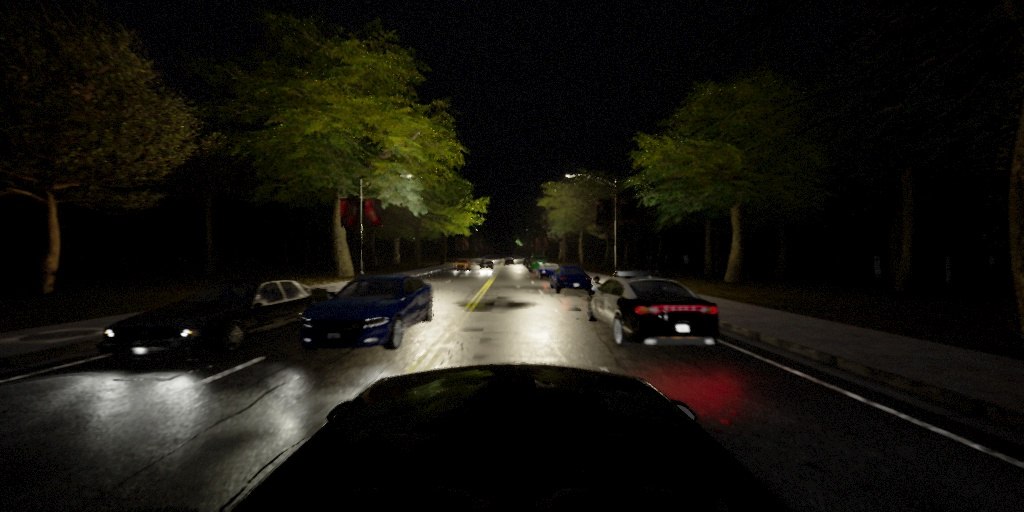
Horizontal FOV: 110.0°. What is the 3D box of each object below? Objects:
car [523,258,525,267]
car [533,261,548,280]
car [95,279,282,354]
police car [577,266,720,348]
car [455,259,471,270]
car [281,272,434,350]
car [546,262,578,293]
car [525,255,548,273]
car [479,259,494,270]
[{"bbox_3d":[2.996,1.259,53.375,1.895,1.301,4.718,0,0,-1],"label":"car"},{"bbox_3d":[3.169,1.326,31.354,1.895,1.301,4.718,0,0,0],"label":"car"},{"bbox_3d":[-6.603,1.298,9.026,2.033,1.411,5.357,0,0,0],"label":"car"},{"bbox_3d":[3.246,1.174,9.412,1.930,1.638,5.238,0,0,0],"label":"police car"},{"bbox_3d":[-6.797,1.152,50.007,1.882,1.535,5.008,0,0,0],"label":"car"},{"bbox_3d":[-3.356,1.227,9.243,1.882,1.535,5.008,0,0,0],"label":"car"},{"bbox_3d":[3.220,1.268,20.313,1.812,1.442,4.674,0,0,0],"label":"car"},{"bbox_3d":[3.095,0.918,42.364,2.150,2.045,5.566,0,0,0],"label":"car"},{"bbox_3d":[-3.548,1.162,50.295,2.128,1.511,4.902,0,0,0],"label":"car"}]
